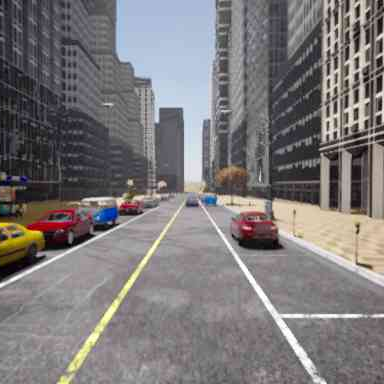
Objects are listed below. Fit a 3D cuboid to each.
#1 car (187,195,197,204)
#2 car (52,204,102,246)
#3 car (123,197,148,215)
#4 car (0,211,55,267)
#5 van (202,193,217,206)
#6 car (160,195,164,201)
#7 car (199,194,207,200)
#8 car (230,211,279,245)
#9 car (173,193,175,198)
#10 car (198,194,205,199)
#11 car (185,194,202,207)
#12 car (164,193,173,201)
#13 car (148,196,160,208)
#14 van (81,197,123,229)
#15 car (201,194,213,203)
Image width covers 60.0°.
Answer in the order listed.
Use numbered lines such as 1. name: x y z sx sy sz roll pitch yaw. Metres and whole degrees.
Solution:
1. car: -0.010 1.251 58.055 1.812 1.442 4.674 0 0 0
2. car: -5.704 1.468 14.819 1.887 1.381 4.507 -1 0 0
3. car: -5.707 1.386 31.693 1.887 1.381 4.507 -1 0 0
4. car: -5.703 1.477 9.024 1.752 1.417 4.829 -1 0 0
5. van: 2.666 1.107 48.570 1.690 1.788 3.998 -1 0 0
6. car: -5.710 1.316 48.568 2.008 1.369 4.403 -1 0 0
7. car: 2.664 1.155 82.490 1.752 1.417 4.829 -1 0 0
8. car: 2.677 1.505 14.821 1.802 1.307 4.206 -1 0 0
9. car: -5.720 1.028 93.567 1.967 1.590 4.097 -1 0 0
10. car: 2.663 1.155 93.569 1.947 1.339 4.313 -1 0 0
11. car: -0.008 1.318 47.428 2.033 1.411 5.357 0 0 0
12. car: -5.714 1.224 71.068 2.008 1.369 4.403 -1 0 0
13. car: -5.709 1.341 42.944 2.008 1.369 4.403 -1 0 0
14. van: -5.708 1.236 20.442 1.690 1.788 3.998 -1 0 0
15. car: 2.666 1.159 59.820 1.967 1.590 4.097 -1 0 0
